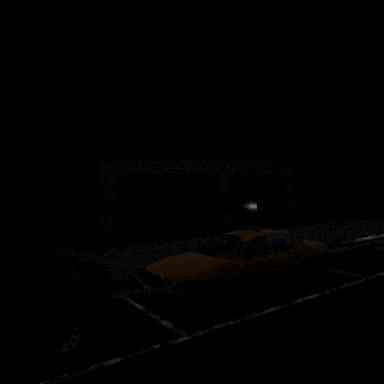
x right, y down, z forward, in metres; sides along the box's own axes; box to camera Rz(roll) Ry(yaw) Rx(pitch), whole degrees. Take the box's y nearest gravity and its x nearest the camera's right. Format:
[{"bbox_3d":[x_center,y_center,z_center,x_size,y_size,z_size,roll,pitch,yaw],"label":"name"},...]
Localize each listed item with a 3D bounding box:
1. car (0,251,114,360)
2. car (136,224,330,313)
[{"bbox_3d":[-3.199,1.568,4.379,4.313,1.339,1.947,-1,0,-35],"label":"car"},{"bbox_3d":[1.146,1.448,7.475,4.829,1.417,1.752,-1,0,-35],"label":"car"}]
